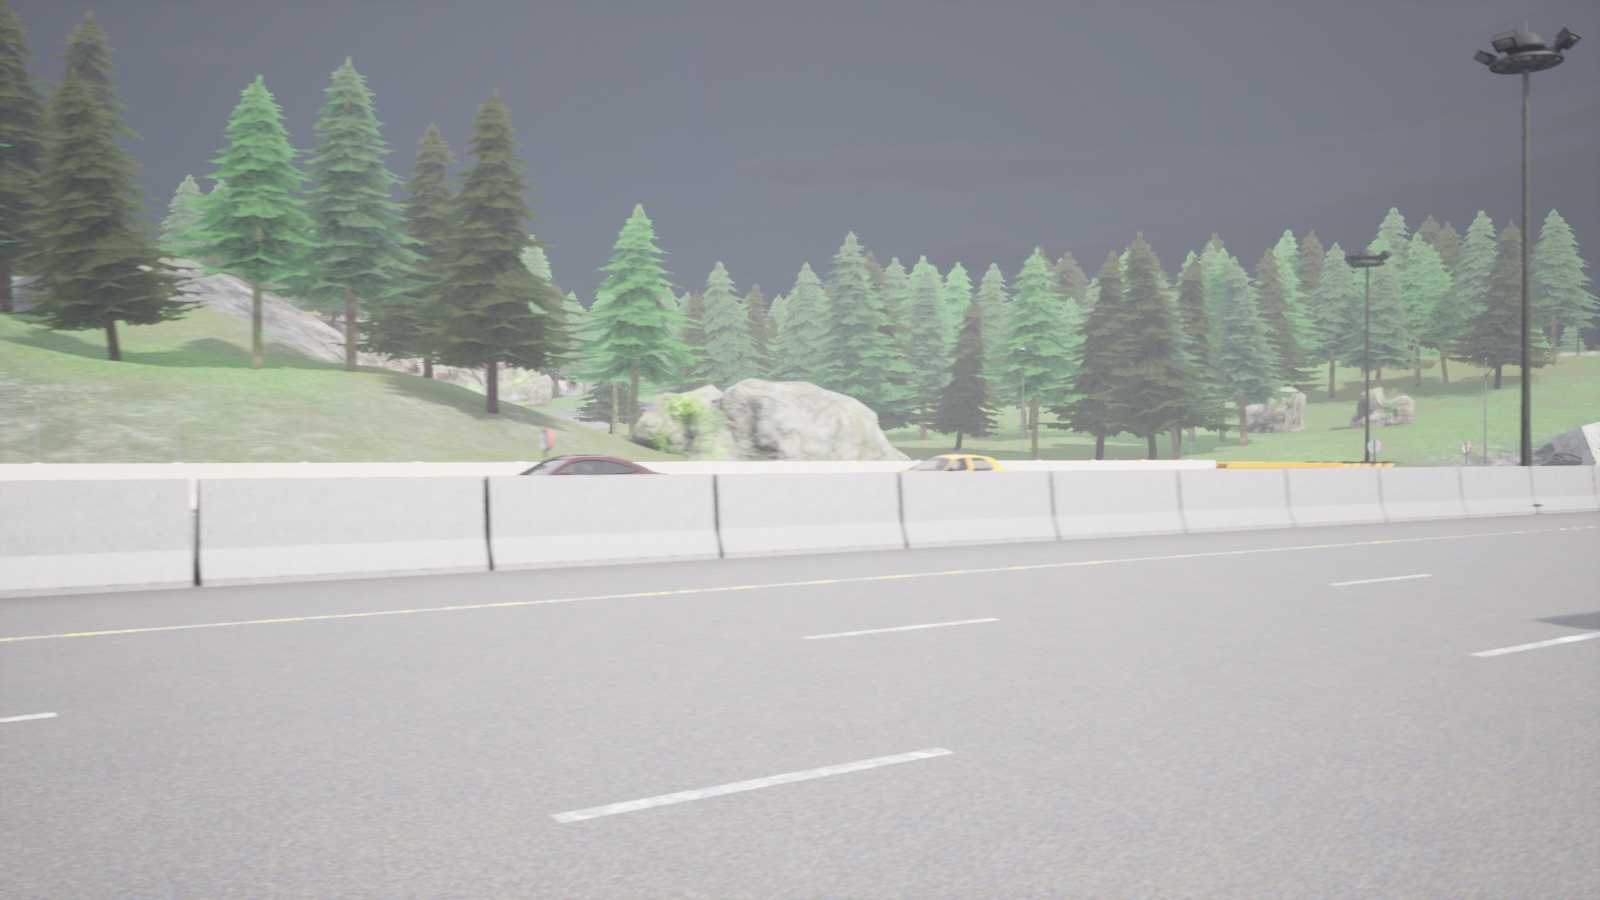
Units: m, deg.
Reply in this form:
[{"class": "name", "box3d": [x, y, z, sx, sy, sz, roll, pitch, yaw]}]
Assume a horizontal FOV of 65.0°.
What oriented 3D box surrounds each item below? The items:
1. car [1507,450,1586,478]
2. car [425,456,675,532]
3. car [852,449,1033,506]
[{"class": "car", "box3d": [42.475, 0.760, 71.474, 3.705, 1.549, 1.789, 0, 0, -16]}, {"class": "car", "box3d": [-5.064, 0.837, 25.720, 4.674, 1.442, 1.812, 0, 0, -35]}, {"class": "car", "box3d": [4.187, 0.749, 36.425, 5.366, 1.575, 1.801, 0, 0, -35]}]
